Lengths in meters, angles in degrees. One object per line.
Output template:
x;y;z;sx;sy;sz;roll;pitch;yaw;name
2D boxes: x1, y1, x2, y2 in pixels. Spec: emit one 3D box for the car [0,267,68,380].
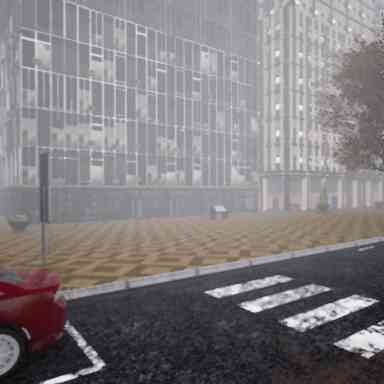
-3.834;1.549;3.827;4.507;1.381;1.887;0;0;-35;car
